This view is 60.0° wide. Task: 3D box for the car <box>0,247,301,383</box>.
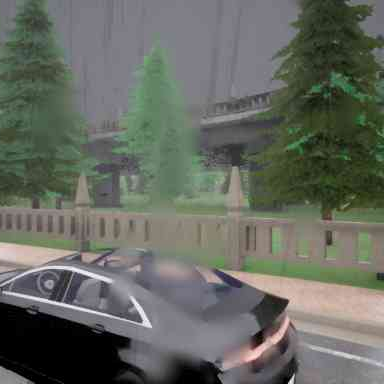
[{"bbox_3d":[-1.183,1.492,4.242,4.902,1.511,2.128,0,0,33],"label":"car"}]
